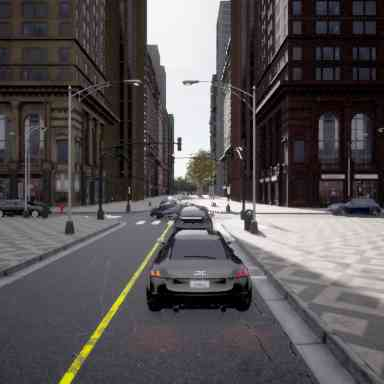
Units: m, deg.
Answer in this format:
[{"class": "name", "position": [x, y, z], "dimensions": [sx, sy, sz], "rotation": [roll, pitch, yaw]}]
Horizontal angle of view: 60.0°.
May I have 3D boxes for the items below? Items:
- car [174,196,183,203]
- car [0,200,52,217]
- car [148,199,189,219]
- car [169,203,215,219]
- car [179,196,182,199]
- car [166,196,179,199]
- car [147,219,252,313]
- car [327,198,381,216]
[{"class": "car", "position": [-2.978, 1.550, 73.538], "dimensions": [1.812, 1.442, 4.674], "rotation": [0, 0, 0]}, {"class": "car", "position": [-14.739, 1.454, 28.924], "dimensions": [4.892, 1.490, 1.837], "rotation": [0, 0, -1]}, {"class": "car", "position": [-1.097, 1.547, 27.958], "dimensions": [2.033, 1.411, 5.357], "rotation": [0, 0, 43]}, {"class": "car", "position": [0.066, 1.505, 16.672], "dimensions": [1.837, 1.490, 4.892], "rotation": [0, 0, 0]}, {"class": "car", "position": [-3.075, 1.494, 52.890], "dimensions": [2.128, 1.511, 4.902], "rotation": [0, 0, 0]}, {"class": "car", "position": [-3.078, 1.547, 43.129], "dimensions": [2.033, 1.411, 5.357], "rotation": [0, 0, 0]}, {"class": "car", "position": [0.110, 1.564, 7.764], "dimensions": [1.994, 1.385, 4.181], "rotation": [0, 0, -1]}, {"class": "car", "position": [15.536, 1.402, 32.114], "dimensions": [4.553, 1.767, 2.097], "rotation": [0, 0, 0]}]
